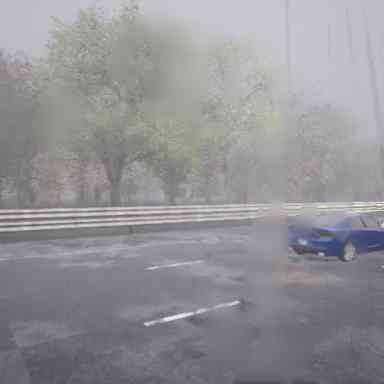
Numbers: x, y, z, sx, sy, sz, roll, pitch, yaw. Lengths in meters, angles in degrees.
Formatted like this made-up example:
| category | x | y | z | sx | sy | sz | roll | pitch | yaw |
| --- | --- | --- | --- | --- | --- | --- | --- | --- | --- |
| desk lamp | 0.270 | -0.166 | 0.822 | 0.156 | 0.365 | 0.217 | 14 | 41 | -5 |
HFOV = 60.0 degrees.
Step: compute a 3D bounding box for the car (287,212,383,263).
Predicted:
| category | x | y | z | sx | sy | sz | roll | pitch | yaw |
| --- | --- | --- | --- | --- | --- | --- | --- | --- | --- |
| car | 5.591 | 1.469 | 11.998 | 5.008 | 1.535 | 1.882 | 0 | 0 | -34 |
